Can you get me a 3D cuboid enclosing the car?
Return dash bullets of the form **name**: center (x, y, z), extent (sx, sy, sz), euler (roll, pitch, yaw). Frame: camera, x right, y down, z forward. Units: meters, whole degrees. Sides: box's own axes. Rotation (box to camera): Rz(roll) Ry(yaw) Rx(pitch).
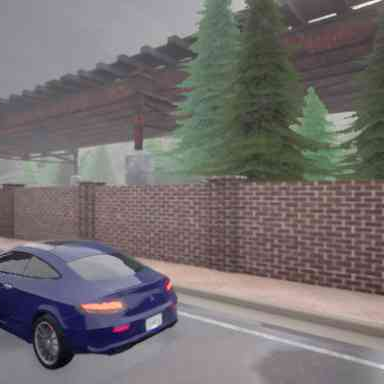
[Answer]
- **car**: center (-2.369, 1.531, 5.681), extent (4.674, 1.442, 1.812), euler (0, 0, 36)
